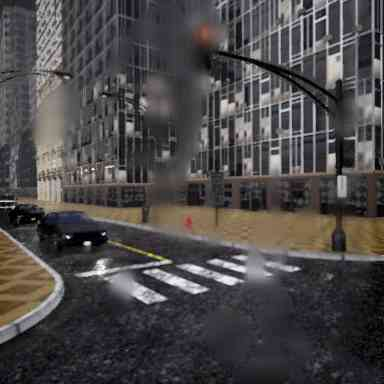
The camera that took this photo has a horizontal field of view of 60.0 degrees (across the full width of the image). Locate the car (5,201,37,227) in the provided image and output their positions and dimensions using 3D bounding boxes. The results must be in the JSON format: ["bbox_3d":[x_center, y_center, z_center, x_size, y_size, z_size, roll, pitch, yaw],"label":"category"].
[{"bbox_3d":[-11.301,1.548,22.891,1.994,1.385,4.181,-1,0,-36],"label":"car"}]

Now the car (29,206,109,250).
[{"bbox_3d":[-5.482,1.548,14.715,2.033,1.411,5.357,-1,0,-35],"label":"car"}]

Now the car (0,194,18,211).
[{"bbox_3d":[-19.619,1.185,34.604,2.150,2.045,5.566,-1,0,-35],"label":"car"}]
